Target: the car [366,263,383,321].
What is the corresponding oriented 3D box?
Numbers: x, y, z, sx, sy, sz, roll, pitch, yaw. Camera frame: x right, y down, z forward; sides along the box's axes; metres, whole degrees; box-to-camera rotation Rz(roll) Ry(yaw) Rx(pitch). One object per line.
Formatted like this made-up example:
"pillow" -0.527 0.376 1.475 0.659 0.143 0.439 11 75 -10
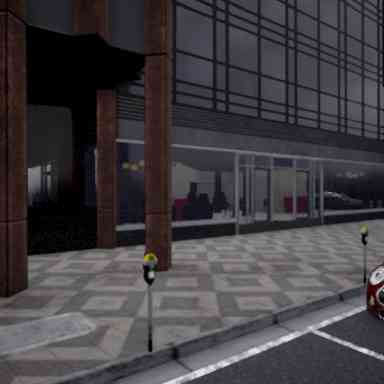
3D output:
"car" 4.948 1.418 6.042 4.097 1.590 1.967 0 0 -35
